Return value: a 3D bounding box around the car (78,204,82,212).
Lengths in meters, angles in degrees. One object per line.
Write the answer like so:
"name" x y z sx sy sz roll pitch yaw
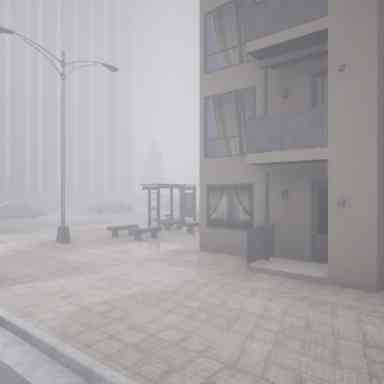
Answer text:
"car" -10.347 1.547 37.305 2.128 1.511 4.902 0 0 40

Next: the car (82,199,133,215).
"car" -8.403 1.656 34.177 1.895 1.301 4.718 0 0 40

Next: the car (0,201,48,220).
"car" -14.554 1.603 26.819 2.033 1.411 5.357 0 0 40

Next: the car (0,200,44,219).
"car" -16.269 1.560 30.228 1.837 1.490 4.892 0 0 40

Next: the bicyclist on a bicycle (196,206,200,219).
"bicyclist on a bicycle" 0.940 1.356 26.674 1.656 1.620 0.582 0 0 40
